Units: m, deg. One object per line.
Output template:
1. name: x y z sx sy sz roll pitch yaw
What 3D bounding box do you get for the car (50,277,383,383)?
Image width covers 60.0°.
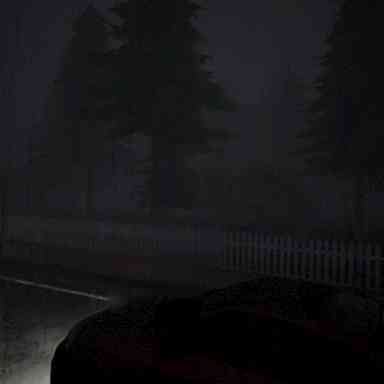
1. car: 0.655 1.537 3.003 4.181 1.385 1.994 1 1 32
